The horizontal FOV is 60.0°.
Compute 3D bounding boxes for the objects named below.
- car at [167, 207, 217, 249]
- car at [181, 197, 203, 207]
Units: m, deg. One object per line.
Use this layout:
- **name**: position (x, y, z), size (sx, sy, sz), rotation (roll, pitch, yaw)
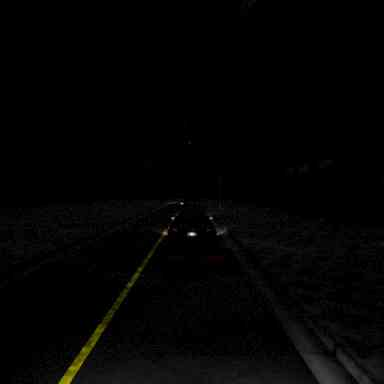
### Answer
- **car**: position (0.000, 1.579, 14.651), size (1.994, 1.385, 4.181), rotation (0, 0, 0)
- **car**: position (0.000, 1.520, 29.652), size (1.882, 1.535, 5.008), rotation (0, 0, 0)
